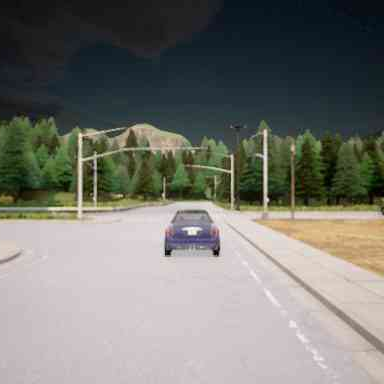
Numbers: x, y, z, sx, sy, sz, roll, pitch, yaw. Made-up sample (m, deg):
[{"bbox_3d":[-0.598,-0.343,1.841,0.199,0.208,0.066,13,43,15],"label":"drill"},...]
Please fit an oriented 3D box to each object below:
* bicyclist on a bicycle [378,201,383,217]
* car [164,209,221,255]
[{"bbox_3d":[18.329,1.669,31.990,0.582,1.620,1.656,0,-1,1],"label":"bicyclist on a bicycle"},{"bbox_3d":[0.009,1.501,14.067,2.097,1.767,4.553,0,-1,0],"label":"car"}]
